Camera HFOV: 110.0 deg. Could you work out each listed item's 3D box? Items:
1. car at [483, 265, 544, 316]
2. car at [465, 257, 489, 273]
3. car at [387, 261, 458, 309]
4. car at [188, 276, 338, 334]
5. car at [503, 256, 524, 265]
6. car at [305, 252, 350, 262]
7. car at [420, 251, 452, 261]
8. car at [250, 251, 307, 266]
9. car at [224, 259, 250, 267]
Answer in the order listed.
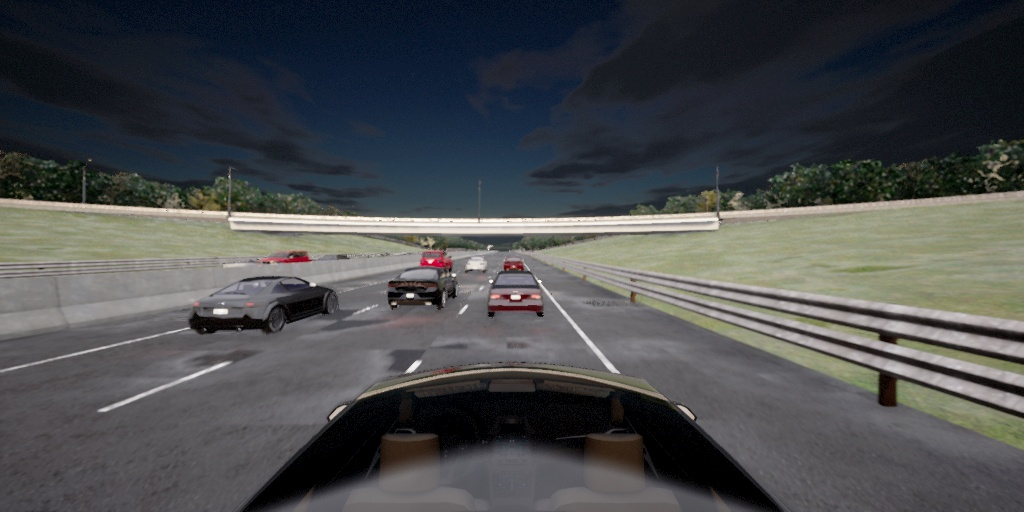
[{"bbox_3d":[0.121,1.220,12.983,2.033,1.411,5.357,0,1,0],"label":"car"},{"bbox_3d":[-3.343,0.816,34.635,1.812,1.442,4.674,0,1,0],"label":"car"},{"bbox_3d":[-3.382,1.132,14.391,1.882,1.535,5.008,0,1,0],"label":"car"},{"bbox_3d":[-6.889,1.260,10.490,1.994,1.385,4.181,0,1,0],"label":"car"},{"bbox_3d":[0.156,0.763,35.014,1.882,1.535,5.008,0,1,0],"label":"car"},{"bbox_3d":[-17.536,0.629,34.867,2.097,1.767,4.553,0,1,0],"label":"car"},{"bbox_3d":[-6.848,0.547,32.745,2.150,2.045,5.566,0,1,0],"label":"car"},{"bbox_3d":[-21.043,0.527,33.329,2.150,2.045,5.566,0,1,0],"label":"car"},{"bbox_3d":[-24.541,0.896,33.774,1.895,1.301,4.718,0,1,0],"label":"car"}]
